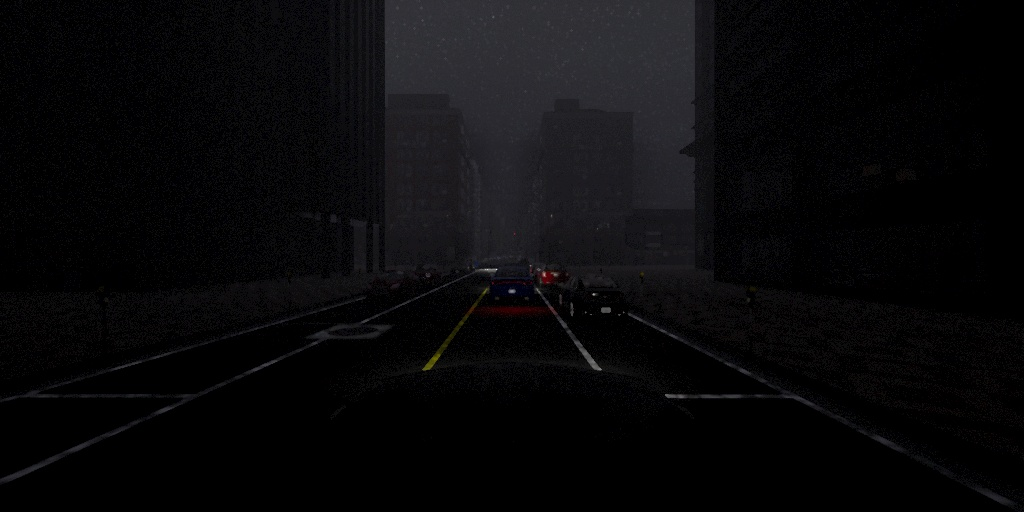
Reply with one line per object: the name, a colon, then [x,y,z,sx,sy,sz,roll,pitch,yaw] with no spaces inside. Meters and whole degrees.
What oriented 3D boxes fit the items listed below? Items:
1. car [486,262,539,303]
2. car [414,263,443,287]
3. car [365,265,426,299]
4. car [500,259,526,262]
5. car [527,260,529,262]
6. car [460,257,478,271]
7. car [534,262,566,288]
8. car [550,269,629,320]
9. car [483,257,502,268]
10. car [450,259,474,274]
car: [0.000,1.228,16.500,1.882,1.535,5.008,0,0,0]
car: [-5.858,1.174,23.657,1.967,1.591,4.097,0,0,0]
car: [-5.858,1.322,18.016,1.802,1.307,4.207,0,0,0]
car: [0.000,1.243,31.499,1.837,1.490,4.892,0,0,0]
car: [2.668,1.267,34.911,1.888,1.381,4.507,0,0,0]
car: [-5.858,1.024,46.217,2.192,1.841,5.009,0,0,0]
car: [2.667,1.175,23.632,1.967,1.591,4.097,0,0,0]
car: [2.667,1.296,12.354,2.007,1.370,4.403,0,0,0]
car: [-3.000,1.293,55.498,1.994,1.385,4.181,0,0,0]
car: [-5.858,1.281,40.576,1.948,1.339,4.313,0,0,0]
